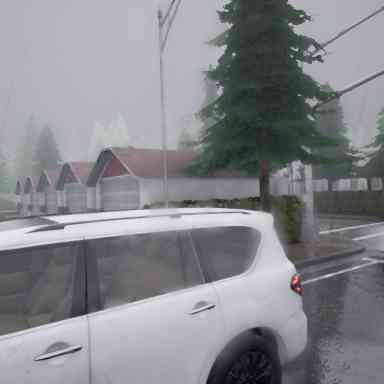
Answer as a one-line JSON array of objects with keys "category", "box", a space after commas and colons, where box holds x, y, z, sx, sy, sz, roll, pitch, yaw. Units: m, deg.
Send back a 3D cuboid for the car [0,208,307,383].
[{"category": "car", "box": [-1.340, 1.241, 3.036, 5.566, 2.045, 2.150, -1, 0, -34]}]
